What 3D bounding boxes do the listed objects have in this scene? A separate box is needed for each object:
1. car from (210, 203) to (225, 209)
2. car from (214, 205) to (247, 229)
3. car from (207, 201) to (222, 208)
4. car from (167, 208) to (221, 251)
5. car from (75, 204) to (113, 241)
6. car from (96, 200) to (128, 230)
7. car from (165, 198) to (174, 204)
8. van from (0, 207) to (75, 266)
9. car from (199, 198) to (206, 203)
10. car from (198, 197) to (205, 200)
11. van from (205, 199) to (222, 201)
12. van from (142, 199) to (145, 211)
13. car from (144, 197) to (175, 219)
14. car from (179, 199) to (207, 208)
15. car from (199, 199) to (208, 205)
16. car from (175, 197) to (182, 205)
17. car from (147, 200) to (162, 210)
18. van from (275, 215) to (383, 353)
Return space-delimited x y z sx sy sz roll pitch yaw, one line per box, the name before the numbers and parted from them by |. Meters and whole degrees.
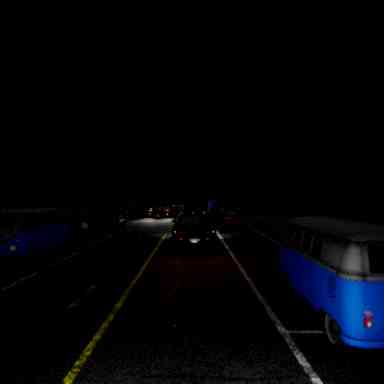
car | 2.770 1.841 28.617 1.802 1.307 4.206 0 -1 0
car | 2.768 1.791 22.977 1.802 1.307 4.206 0 -1 0
car | 2.772 1.876 34.258 1.947 1.339 4.313 0 -1 0
car | 0.092 1.659 14.695 1.812 1.442 4.674 0 0 0
car | -5.760 1.597 17.336 1.967 1.590 4.097 0 -1 0
car | -5.758 1.523 22.979 2.192 1.841 5.009 0 -1 0
car | -5.732 2.319 85.024 1.947 1.339 4.313 0 0 0
van | -5.763 1.448 11.697 1.690 1.788 3.998 0 -1 0
car | 2.796 2.327 90.833 1.752 1.417 4.829 0 0 0
car | 2.385 2.054 64.197 1.882 1.535 5.008 0 -1 0
van | 2.774 1.701 39.900 1.690 1.788 3.998 0 -1 0
van | -5.749 1.751 45.542 1.690 1.788 3.998 0 -1 0
car | -3.085 1.648 32.820 2.097 1.767 4.553 0 -1 0
car | 0.110 1.799 34.084 2.128 1.511 4.902 0 -1 0
car | 2.791 2.273 79.381 1.947 1.339 4.313 0 0 0
car | -2.971 2.123 74.166 2.033 1.411 5.357 0 0 0
car | -5.746 2.005 51.180 1.887 1.381 4.507 0 -1 0
van | 2.760 1.397 6.058 1.690 1.788 3.998 0 -1 0
